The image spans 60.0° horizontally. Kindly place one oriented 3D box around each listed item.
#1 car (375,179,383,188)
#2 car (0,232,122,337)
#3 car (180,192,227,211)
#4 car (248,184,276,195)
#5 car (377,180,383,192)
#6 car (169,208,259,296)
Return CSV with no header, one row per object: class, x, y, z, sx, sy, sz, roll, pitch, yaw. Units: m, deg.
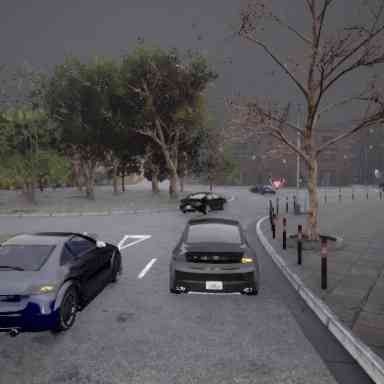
car,34.889,-1.544,59.447,2.185,1.767,4.553,-1,4,-15
car,-2.814,1.498,6.727,1.994,1.385,4.181,0,1,3
car,0.981,0.752,24.670,1.882,1.535,5.008,1,3,29
car,9.659,-0.379,45.640,2.033,1.411,5.357,-1,3,-16
car,27.675,-0.444,44.112,4.902,1.511,2.128,-2,4,-20
car,0.541,1.411,8.493,1.837,1.490,4.892,0,1,3
